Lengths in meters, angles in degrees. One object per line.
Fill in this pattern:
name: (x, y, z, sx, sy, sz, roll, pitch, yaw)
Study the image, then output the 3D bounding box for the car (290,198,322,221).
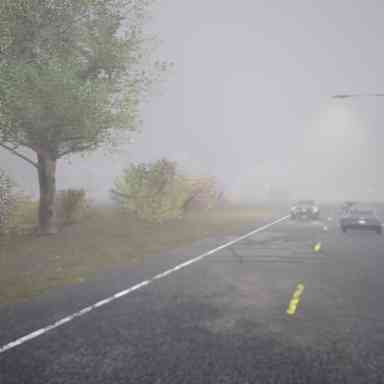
car: (9.321, 1.307, 27.034, 2.097, 1.767, 4.553, 0, 0, 24)

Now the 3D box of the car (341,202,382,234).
car: (9.779, 1.542, 19.348, 1.994, 1.385, 4.181, 0, 0, 24)

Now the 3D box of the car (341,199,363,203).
car: (16.874, 1.456, 35.078, 1.837, 1.490, 4.892, 0, 1, 25)
